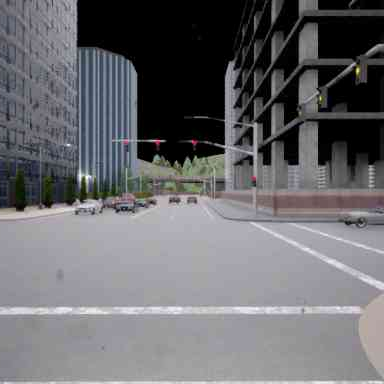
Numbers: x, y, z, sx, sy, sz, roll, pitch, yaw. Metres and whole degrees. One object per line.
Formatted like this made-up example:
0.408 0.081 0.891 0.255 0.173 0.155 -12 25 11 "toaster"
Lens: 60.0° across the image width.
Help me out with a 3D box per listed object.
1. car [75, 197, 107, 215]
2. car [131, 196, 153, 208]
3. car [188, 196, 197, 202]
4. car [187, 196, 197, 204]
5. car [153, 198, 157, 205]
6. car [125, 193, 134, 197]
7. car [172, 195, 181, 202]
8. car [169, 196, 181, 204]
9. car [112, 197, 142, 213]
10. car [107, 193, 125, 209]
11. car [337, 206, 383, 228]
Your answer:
-10.586 1.526 34.443 1.812 1.442 4.674 0 0 0 "car"
-7.082 1.564 46.669 1.994 1.385 4.181 0 0 0 "car"
0.027 1.579 73.673 1.895 1.301 4.718 0 0 0 "car"
0.024 1.492 64.567 2.128 1.511 4.902 0 0 0 "car"
-7.062 1.601 56.709 1.895 1.301 4.718 0 0 0 "car"
-10.576 1.221 53.792 2.150 2.045 5.566 0 0 0 "car"
-3.473 1.508 73.644 1.812 1.442 4.674 0 0 0 "car"
-3.476 1.505 64.570 1.837 1.490 4.892 0 0 0 "car"
-7.086 1.564 36.760 1.994 1.385 4.181 0 0 0 "car"
-10.583 1.352 43.376 2.097 1.767 4.553 0 0 0 "car"
11.888 1.545 21.239 4.718 1.301 1.895 0 0 0 "car"
